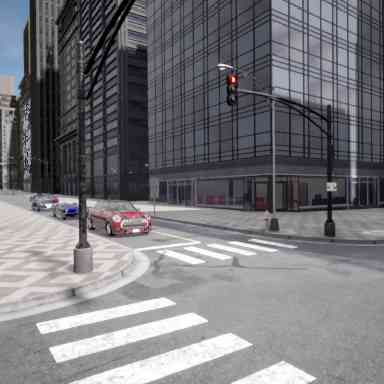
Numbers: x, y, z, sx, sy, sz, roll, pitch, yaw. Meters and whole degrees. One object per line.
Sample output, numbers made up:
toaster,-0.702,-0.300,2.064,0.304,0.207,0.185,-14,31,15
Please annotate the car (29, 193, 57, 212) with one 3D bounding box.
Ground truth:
car,-15.425,1.178,34.668,2.128,1.511,4.902,-1,1,-34

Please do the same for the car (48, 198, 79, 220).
car,-9.607,1.389,26.075,1.895,1.301,4.718,-1,1,-34

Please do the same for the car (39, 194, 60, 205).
car,-20.547,1.062,47.892,1.994,1.385,4.181,-1,1,-34

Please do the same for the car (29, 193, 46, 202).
car,-26.096,0.882,56.060,1.837,1.490,4.892,-1,1,-34

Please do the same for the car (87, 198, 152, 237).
car,-3.933,1.234,17.692,2.097,1.767,4.553,-1,1,-34

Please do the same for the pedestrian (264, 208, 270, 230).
pedestrian,3.892,1.373,17.276,0.500,1.100,0.500,0,0,-34
